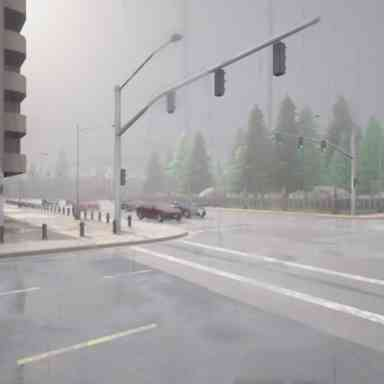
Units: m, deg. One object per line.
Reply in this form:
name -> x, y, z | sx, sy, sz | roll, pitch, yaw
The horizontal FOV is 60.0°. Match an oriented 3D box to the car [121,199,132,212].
car -> -7.233, 1.538, 38.720 | 2.128, 1.511, 4.902 | 0, 0, -36

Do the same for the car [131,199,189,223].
car -> -2.681, 1.526, 26.696 | 1.882, 1.535, 5.008 | 0, 0, -37

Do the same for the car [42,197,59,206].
car -> -23.329, 1.580, 54.723 | 2.128, 1.511, 4.902 | 0, 0, -37

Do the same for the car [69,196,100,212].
car -> -12.836, 1.400, 40.408 | 2.097, 1.767, 4.553 | 0, 0, -37

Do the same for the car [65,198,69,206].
car -> -19.716, 1.593, 55.700 | 2.033, 1.411, 5.357 | 0, 0, -36

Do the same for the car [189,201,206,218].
car -> -0.701, 1.537, 29.905 | 2.128, 1.511, 4.902 | 0, 0, -37
